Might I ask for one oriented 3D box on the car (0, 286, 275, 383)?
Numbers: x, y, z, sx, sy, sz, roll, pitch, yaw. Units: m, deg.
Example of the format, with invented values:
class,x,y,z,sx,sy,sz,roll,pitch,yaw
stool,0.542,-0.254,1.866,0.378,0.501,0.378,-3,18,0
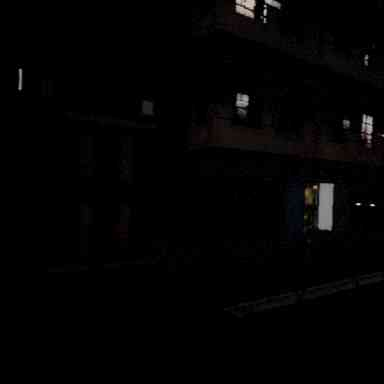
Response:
class,x,y,z,sx,sy,sz,roll,pitch,yaw
car,-1.359,1.464,2.071,4.313,1.339,1.947,1,2,-33
